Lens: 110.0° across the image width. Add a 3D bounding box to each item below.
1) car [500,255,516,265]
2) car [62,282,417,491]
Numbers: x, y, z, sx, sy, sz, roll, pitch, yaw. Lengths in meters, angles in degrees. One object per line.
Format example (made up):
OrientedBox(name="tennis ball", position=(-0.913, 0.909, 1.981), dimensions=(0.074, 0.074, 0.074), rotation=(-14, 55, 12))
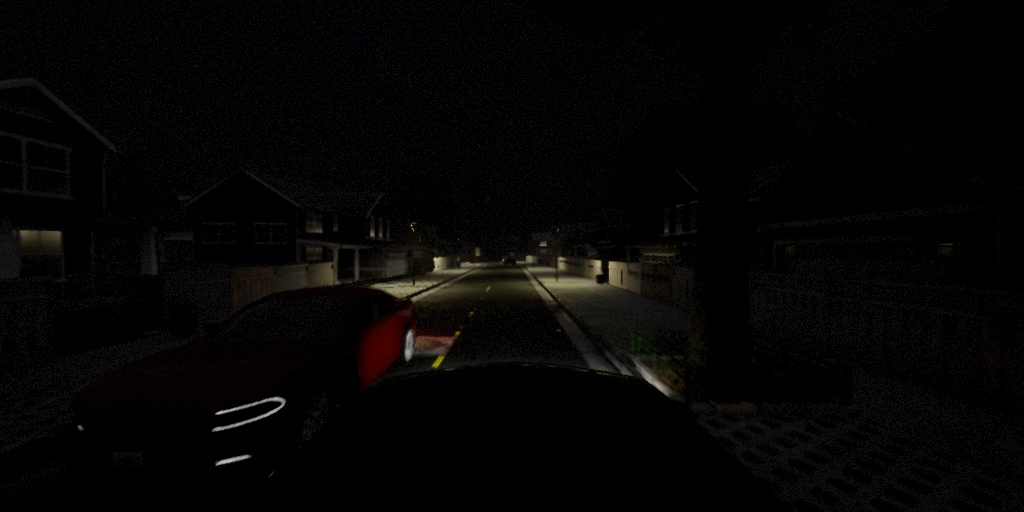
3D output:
OrientedBox(name="car", position=(-0.390, 0.811, 63.273), dimensions=(2.128, 1.511, 4.902), rotation=(0, 1, -7))
OrientedBox(name="car", position=(-2.826, 1.209, 5.144), dimensions=(1.882, 1.535, 5.008), rotation=(0, 0, 0))
